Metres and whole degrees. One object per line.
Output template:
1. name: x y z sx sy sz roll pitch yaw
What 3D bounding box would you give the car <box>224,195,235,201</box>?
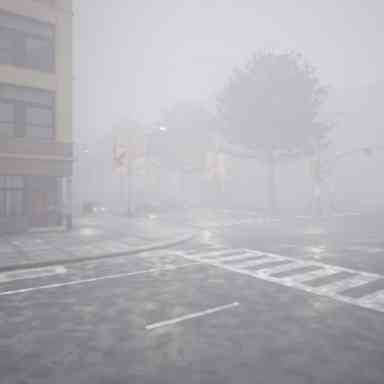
1. car: 7.725 1.377 76.700 2.161 1.482 4.786 0 0 -36

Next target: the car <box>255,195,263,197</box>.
1. car: 17.364 1.419 83.168 1.895 1.301 4.718 0 0 -36

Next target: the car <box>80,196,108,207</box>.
1. car: -14.395 1.599 48.716 1.994 1.385 4.181 0 0 -36

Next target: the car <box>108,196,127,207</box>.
1. car: -11.558 1.426 50.766 2.128 1.511 4.902 0 0 -36

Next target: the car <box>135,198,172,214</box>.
1. car: -4.398 1.514 34.718 1.812 1.442 4.674 0 0 -36

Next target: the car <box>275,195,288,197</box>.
1. car: 18.216 1.281 69.237 2.002 1.452 4.674 0 0 -36

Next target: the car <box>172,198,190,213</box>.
1. car: -2.120 1.476 37.544 2.128 1.511 4.902 0 0 -36
